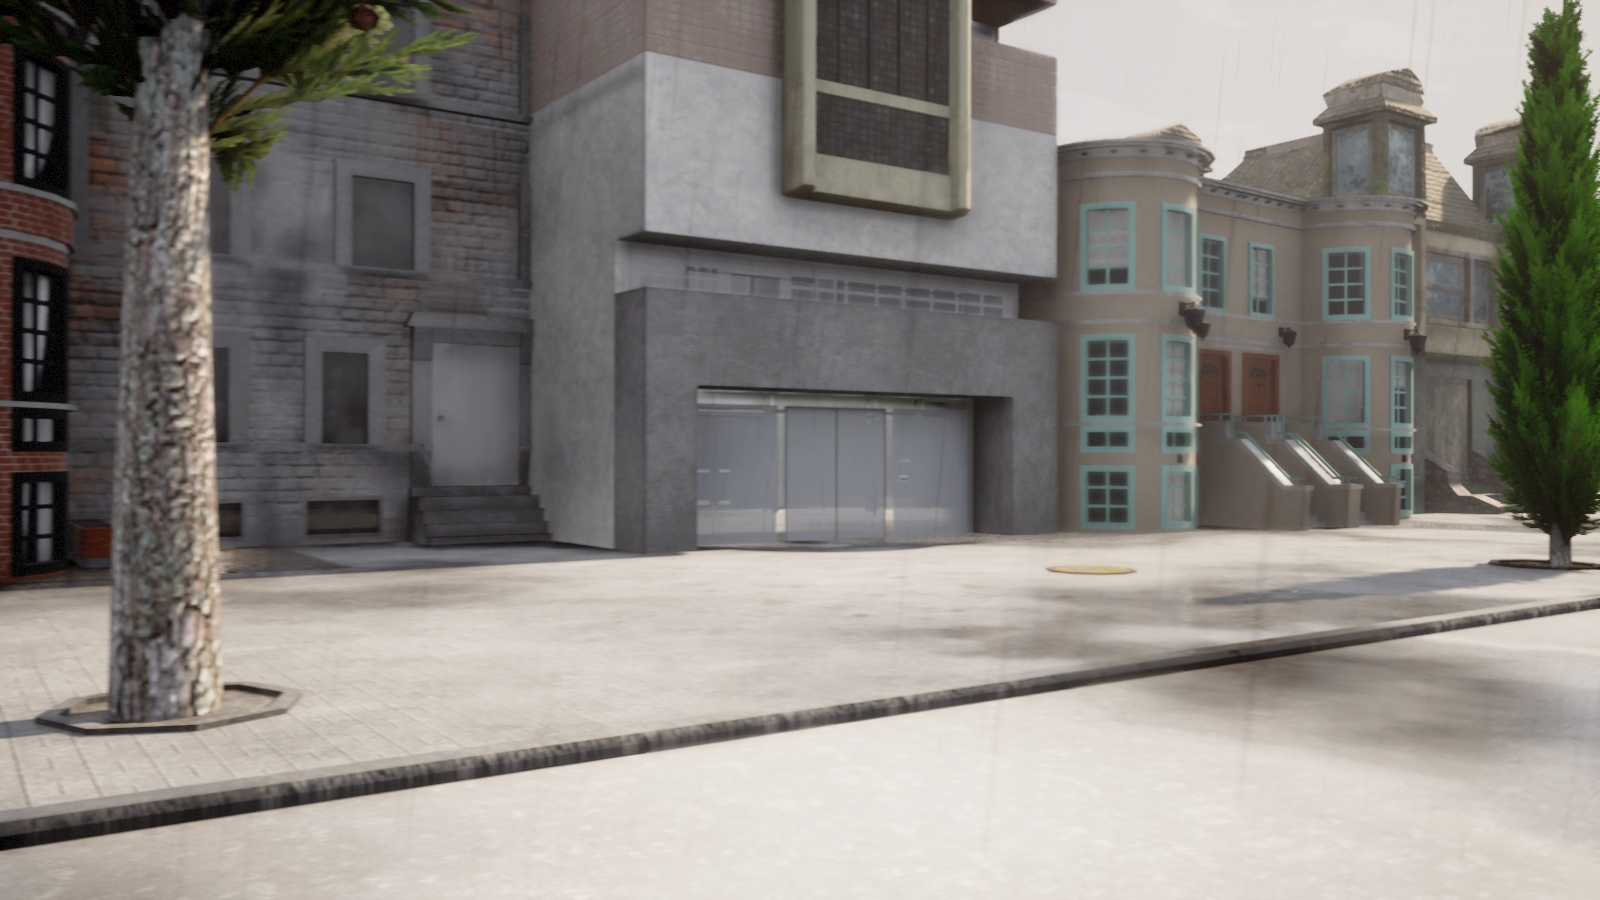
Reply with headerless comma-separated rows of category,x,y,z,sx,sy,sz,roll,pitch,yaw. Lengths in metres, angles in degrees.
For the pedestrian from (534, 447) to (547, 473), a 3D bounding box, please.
pedestrian,-18.915,0.719,91.586,0.634,1.844,0.899,0,0,-38
